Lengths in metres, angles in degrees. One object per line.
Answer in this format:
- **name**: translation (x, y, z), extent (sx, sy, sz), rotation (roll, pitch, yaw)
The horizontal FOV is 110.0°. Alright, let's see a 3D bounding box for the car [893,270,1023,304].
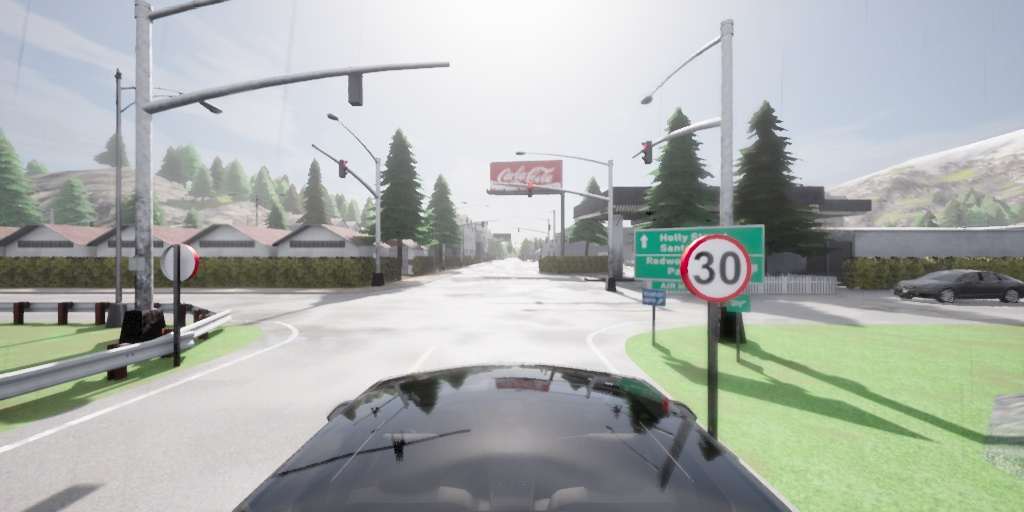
- **car**: translation (21.295, 1.441, 17.177), extent (4.892, 1.490, 1.837), rotation (0, 0, 1)
